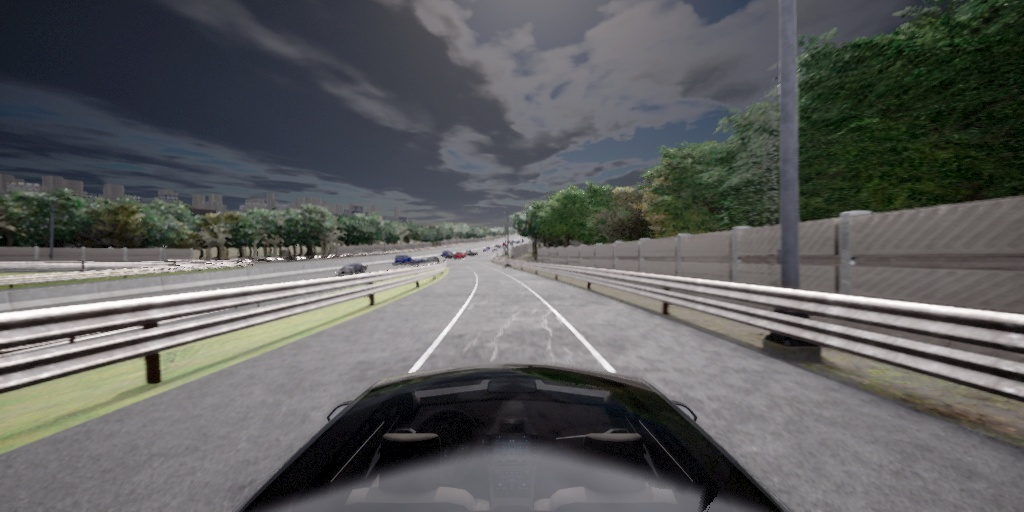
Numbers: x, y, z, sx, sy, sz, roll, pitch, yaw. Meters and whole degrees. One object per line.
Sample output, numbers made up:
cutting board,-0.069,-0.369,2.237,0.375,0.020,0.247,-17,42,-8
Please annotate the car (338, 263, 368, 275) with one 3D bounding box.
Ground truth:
car,-23.962,2.038,54.116,2.033,1.411,5.357,0,2,7
